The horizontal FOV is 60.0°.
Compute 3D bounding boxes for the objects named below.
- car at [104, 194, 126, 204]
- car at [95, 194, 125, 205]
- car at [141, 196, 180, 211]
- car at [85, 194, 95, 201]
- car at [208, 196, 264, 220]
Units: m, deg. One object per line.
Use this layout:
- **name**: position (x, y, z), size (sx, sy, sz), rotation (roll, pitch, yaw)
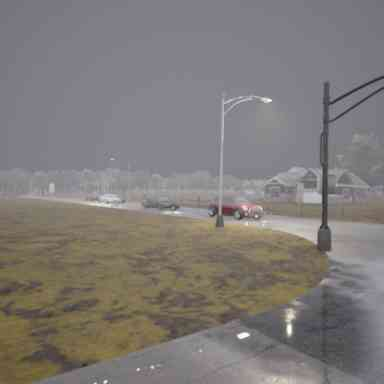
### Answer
- **car**: position (-12.274, 1.086, 53.070), size (1.994, 1.385, 4.181), rotation (2, -1, -35)
- **car**: position (-11.263, 1.006, 45.472), size (1.812, 1.442, 4.674), rotation (2, 0, -35)
- **car**: position (-3.349, 1.157, 34.305), size (2.033, 1.411, 5.357), rotation (2, 0, -35)
- **car**: position (-18.070, 1.006, 61.223), size (2.033, 1.411, 5.357), rotation (2, -1, -35)
- **car**: position (3.227, 1.094, 25.065), size (2.097, 1.767, 4.553), rotation (2, 0, -35)
